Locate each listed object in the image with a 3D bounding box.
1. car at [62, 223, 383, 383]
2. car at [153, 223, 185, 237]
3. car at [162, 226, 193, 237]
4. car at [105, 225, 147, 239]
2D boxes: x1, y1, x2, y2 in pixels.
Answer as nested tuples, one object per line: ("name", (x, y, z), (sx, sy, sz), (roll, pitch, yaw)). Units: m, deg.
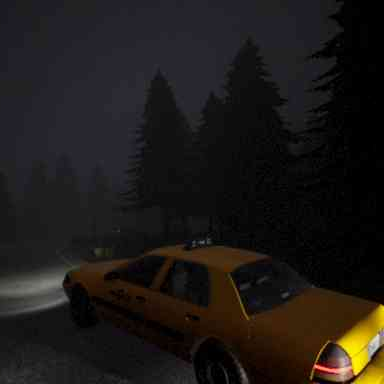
("car", (-0.095, 1.438, 4.970), (5.366, 1.575, 1.801), (0, 1, 44))
("car", (-3.397, 5.838, 51.166), (2.150, 2.045, 5.566), (-5, -8, 29))
("car", (-2.013, 5.513, 46.527), (1.882, 1.535, 5.008), (-5, -8, 31))
("car", (-7.253, 4.485, 37.286), (2.033, 1.411, 5.357), (-4, -8, 21))
